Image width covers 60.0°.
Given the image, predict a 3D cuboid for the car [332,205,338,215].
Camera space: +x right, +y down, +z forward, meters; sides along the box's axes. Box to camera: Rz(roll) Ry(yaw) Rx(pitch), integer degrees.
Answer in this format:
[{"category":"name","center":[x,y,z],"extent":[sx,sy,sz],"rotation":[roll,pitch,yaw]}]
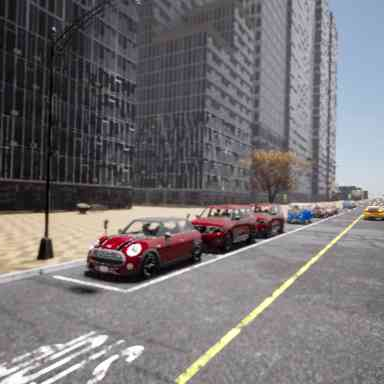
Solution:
[{"category":"car","center":[17.994,2.448,44.741],"extent":[1.752,1.417,4.829],"rotation":[2,0,29]}]

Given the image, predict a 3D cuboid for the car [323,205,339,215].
[{"category":"car","center":[20.847,2.623,49.808],"extent":[1.802,1.307,4.206],"rotation":[2,0,29]}]

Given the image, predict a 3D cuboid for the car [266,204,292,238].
[{"category":"car","center":[4.232,1.653,20.298],"extent":[2.192,1.841,5.009],"rotation":[1,-1,29]}]

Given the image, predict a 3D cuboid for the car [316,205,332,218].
[{"category":"car","center":[15.306,2.392,39.970],"extent":[1.802,1.307,4.206],"rotation":[2,0,29]}]

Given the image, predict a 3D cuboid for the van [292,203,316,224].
[{"category":"van","center":[9.772,1.917,30.134],"extent":[1.690,1.788,3.998],"rotation":[1,0,29]}]

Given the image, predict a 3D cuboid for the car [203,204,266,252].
[{"category":"car","center":[1.461,1.532,15.378],"extent":[2.192,1.841,5.009],"rotation":[1,-1,29]}]

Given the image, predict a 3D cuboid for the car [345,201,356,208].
[{"category":"car","center":[40.249,3.141,84.240],"extent":[2.192,1.841,5.009],"rotation":[2,0,29]}]

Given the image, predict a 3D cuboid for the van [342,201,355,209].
[{"category":"van","center":[34.707,2.947,74.402],"extent":[1.690,1.788,3.998],"rotation":[2,0,29]}]

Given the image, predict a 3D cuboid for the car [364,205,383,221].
[{"category":"car","center":[20.723,2.386,37.839],"extent":[1.882,1.535,5.008],"rotation":[1,-1,30]}]

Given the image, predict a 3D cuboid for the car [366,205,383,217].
[{"category":"car","center":[25.707,2.594,46.749],"extent":[1.882,1.535,5.008],"rotation":[1,-1,30]}]

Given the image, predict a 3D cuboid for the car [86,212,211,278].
[{"category":"car","center":[-1.313,1.535,10.459],"extent":[1.967,1.590,4.097],"rotation":[1,-1,29]}]
